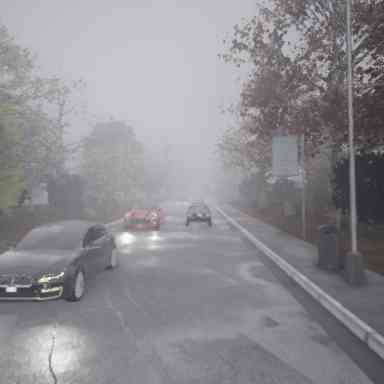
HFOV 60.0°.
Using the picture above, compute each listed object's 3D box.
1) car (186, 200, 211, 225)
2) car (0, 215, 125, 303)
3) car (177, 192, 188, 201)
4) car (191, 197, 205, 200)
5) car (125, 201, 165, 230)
[{"bbox_3d":[0.491,1.622,24.977,2.033,1.411,5.357,0,0,1],"label":"car"},{"bbox_3d":[-3.232,1.537,8.460,1.837,1.490,4.892,0,0,1],"label":"car"},{"bbox_3d":[-2.063,0.932,71.365,2.150,2.045,5.566,0,1,1],"label":"car"},{"bbox_3d":[0.879,1.457,47.524,2.128,1.511,4.902,0,1,1],"label":"car"},{"bbox_3d":[-2.996,1.412,21.582,2.097,1.767,4.553,0,0,1],"label":"car"}]
